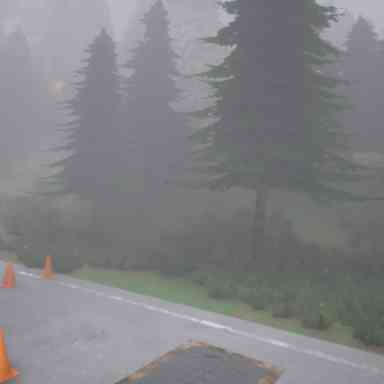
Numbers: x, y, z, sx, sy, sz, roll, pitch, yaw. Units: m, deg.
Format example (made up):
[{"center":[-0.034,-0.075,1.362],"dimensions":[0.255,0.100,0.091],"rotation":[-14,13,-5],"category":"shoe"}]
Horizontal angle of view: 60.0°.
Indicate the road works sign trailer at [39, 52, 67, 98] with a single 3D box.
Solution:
[{"center":[-14.314,-11.588,32.807],"dimensions":[2.880,2.380,3.560],"rotation":[5,-35,-6],"category":"road works sign trailer"}]
